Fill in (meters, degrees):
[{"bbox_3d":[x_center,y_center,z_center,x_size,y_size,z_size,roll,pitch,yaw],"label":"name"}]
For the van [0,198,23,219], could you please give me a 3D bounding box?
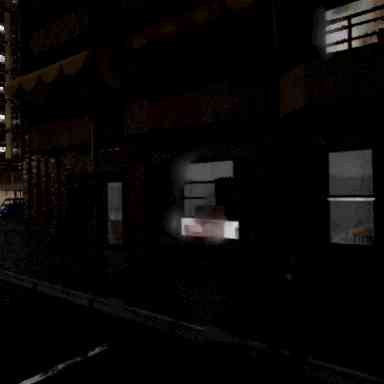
[{"bbox_3d":[-14.961,1.411,29.872,1.690,1.788,3.998,-1,-1,36],"label":"van"}]
